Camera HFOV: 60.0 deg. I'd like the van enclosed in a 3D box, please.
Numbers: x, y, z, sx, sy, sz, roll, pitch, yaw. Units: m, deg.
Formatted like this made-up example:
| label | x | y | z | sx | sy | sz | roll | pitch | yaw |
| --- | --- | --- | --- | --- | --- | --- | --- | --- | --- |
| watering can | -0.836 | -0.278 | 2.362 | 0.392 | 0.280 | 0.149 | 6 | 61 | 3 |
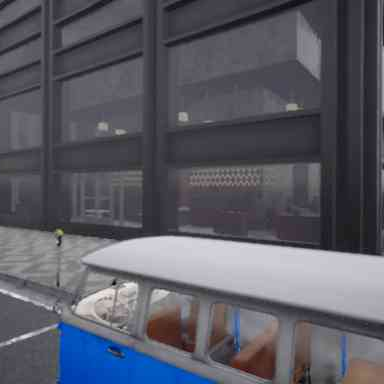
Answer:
| label | x | y | z | sx | sy | sz | roll | pitch | yaw |
| --- | --- | --- | --- | --- | --- | --- | --- | --- | --- |
| van | 0.622 | 1.341 | 2.515 | 3.998 | 1.788 | 1.690 | 0 | 0 | 35 |
